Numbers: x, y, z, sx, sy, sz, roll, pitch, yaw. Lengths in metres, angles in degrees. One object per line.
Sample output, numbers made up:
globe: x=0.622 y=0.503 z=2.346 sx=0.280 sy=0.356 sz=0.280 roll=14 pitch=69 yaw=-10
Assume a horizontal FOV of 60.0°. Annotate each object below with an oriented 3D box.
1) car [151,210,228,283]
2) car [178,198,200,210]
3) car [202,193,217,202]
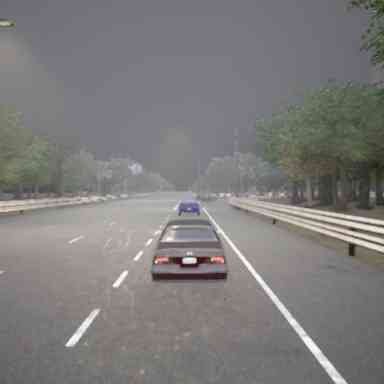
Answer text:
car: x=-0.076 y=1.499 z=9.602 sx=2.033 sy=1.411 sz=5.357 roll=0 pitch=0 yaw=-1
car: x=-0.272 y=1.336 z=31.876 sx=1.882 sy=1.535 sz=5.008 roll=0 pitch=0 yaw=0
car: x=3.406 y=1.013 z=62.852 sx=2.097 sy=1.767 sz=4.553 roll=0 pitch=0 yaw=17
